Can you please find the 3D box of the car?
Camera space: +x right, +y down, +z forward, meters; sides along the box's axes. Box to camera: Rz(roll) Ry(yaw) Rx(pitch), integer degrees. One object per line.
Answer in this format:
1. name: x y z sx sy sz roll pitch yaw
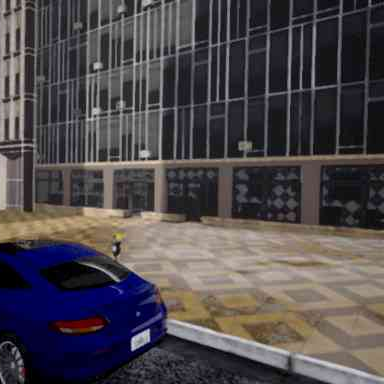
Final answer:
1. car: -2.508 1.441 4.951 4.674 1.442 1.812 1 1 33
